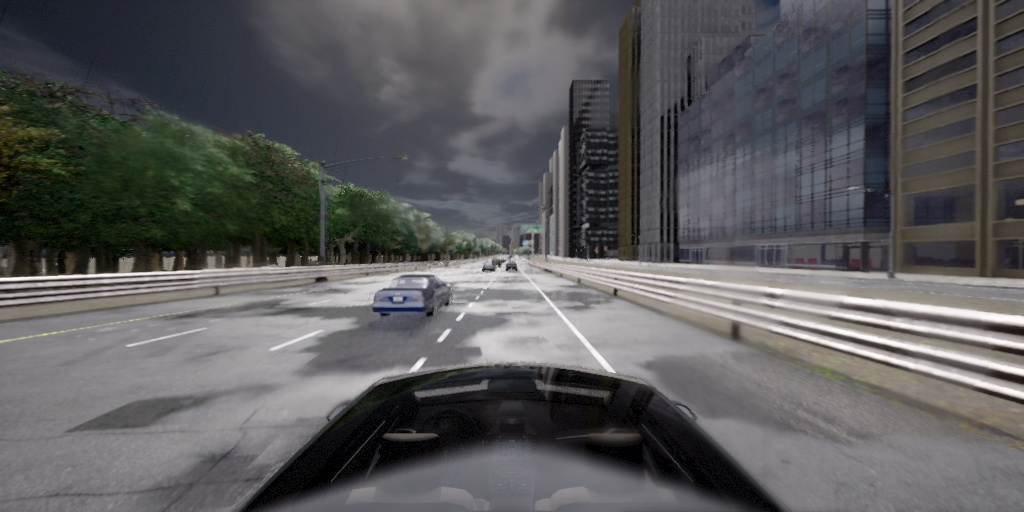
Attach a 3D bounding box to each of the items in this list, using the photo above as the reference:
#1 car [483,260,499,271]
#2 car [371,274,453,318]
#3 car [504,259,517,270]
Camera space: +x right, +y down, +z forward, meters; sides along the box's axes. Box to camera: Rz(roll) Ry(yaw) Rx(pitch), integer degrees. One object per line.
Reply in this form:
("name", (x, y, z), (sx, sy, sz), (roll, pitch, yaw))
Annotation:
("car", (-3.658, 1.747, 57.980), (1.994, 1.385, 4.181), (0, 0, 0))
("car", (-3.504, 1.392, 13.524), (2.033, 1.411, 5.357), (0, 0, 0))
("car", (-0.076, 1.716, 62.076), (1.837, 1.490, 4.892), (0, 0, 0))
